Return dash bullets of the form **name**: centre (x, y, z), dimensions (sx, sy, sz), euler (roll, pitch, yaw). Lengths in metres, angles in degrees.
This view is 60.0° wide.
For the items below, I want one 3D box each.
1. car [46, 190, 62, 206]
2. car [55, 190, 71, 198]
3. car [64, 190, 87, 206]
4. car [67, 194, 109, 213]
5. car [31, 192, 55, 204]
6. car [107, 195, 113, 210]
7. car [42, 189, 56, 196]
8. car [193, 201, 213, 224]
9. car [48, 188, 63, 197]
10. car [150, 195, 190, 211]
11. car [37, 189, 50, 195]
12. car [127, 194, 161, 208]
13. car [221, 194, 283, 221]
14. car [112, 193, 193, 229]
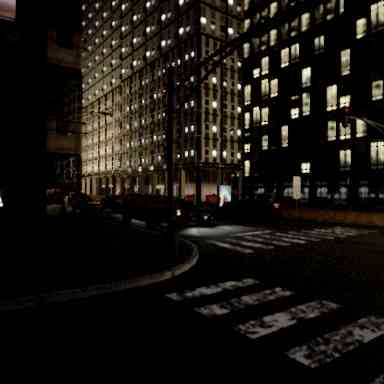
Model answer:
- **car**: centre (-15.515, 0.831, 37.339), dimensions (2.008, 1.369, 4.403), euler (2, 0, -36)
- **car**: centre (-25.115, 0.318, 64.744), dimensions (1.887, 1.381, 4.507), euler (2, 0, -36)
- **car**: centre (-12.708, 0.815, 37.881), dimensions (1.837, 1.490, 4.892), euler (0, 1, -36)
- **car**: centre (-8.983, 1.071, 28.375), dimensions (1.802, 1.307, 4.206), euler (2, 0, -36)
- **car**: centre (-18.781, 0.757, 41.821), dimensions (1.802, 1.307, 4.206), euler (2, 0, -36)
- **car**: centre (-6.645, 0.996, 29.545), dimensions (2.128, 1.511, 4.902), euler (0, 1, -36)
- **car**: centre (-31.649, 0.105, 73.710), dimensions (1.887, 1.381, 4.507), euler (2, 0, -36)
- **car**: centre (-0.634, 1.200, 21.294), dimensions (1.837, 1.490, 4.892), euler (0, 1, -36)
- **car**: centre (-28.379, 0.107, 69.226), dimensions (1.967, 1.590, 4.097), euler (2, 0, -36)
- **car**: centre (-2.247, 1.077, 33.361), dimensions (1.947, 1.339, 4.313), euler (1, 0, -36)
- **car**: centre (-34.916, -0.002, 78.193), dimensions (1.887, 1.381, 4.507), euler (2, 0, -36)
- **car**: centre (-5.515, 0.973, 37.845), dimensions (1.947, 1.339, 4.313), euler (1, 0, -36)
- **car**: centre (4.293, 1.034, 24.394), dimensions (2.192, 1.841, 5.009), euler (1, 0, -36)
- **car**: centre (-2.443, 1.012, 19.410), dimensions (2.192, 1.841, 5.009), euler (2, 0, -36)
